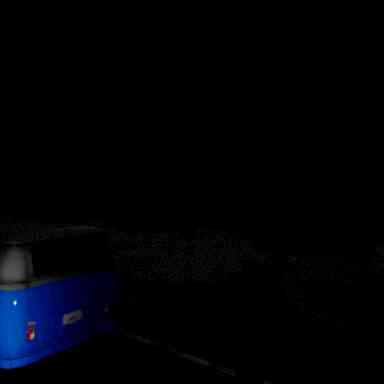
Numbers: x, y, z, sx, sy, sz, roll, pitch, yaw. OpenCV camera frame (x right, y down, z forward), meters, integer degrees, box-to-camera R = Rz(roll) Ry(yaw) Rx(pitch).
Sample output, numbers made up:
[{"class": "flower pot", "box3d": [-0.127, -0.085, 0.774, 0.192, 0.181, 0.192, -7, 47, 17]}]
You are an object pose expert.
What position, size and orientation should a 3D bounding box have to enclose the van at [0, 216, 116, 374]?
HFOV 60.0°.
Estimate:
[{"class": "van", "box3d": [-2.989, 1.306, 5.215, 3.998, 1.788, 1.690, 1, 0, 36]}]
